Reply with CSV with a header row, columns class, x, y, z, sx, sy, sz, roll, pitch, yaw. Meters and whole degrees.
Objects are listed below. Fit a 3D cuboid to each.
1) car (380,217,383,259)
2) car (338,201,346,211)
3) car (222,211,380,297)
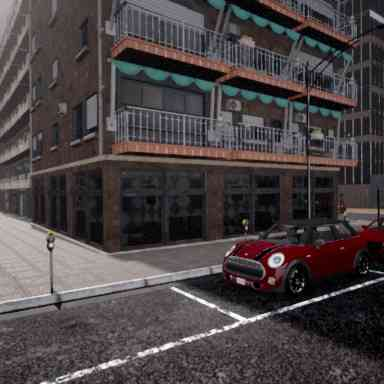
class,x,y,z,sx,sy,sz,roll,pitch,yaw
car,7.198,1.541,11.687,4.507,1.381,1.887,0,-1,-35
car,16.482,1.740,40.570,1.967,1.590,4.097,-2,0,-36
car,2.697,1.438,8.485,4.097,1.590,1.967,0,-1,-35
